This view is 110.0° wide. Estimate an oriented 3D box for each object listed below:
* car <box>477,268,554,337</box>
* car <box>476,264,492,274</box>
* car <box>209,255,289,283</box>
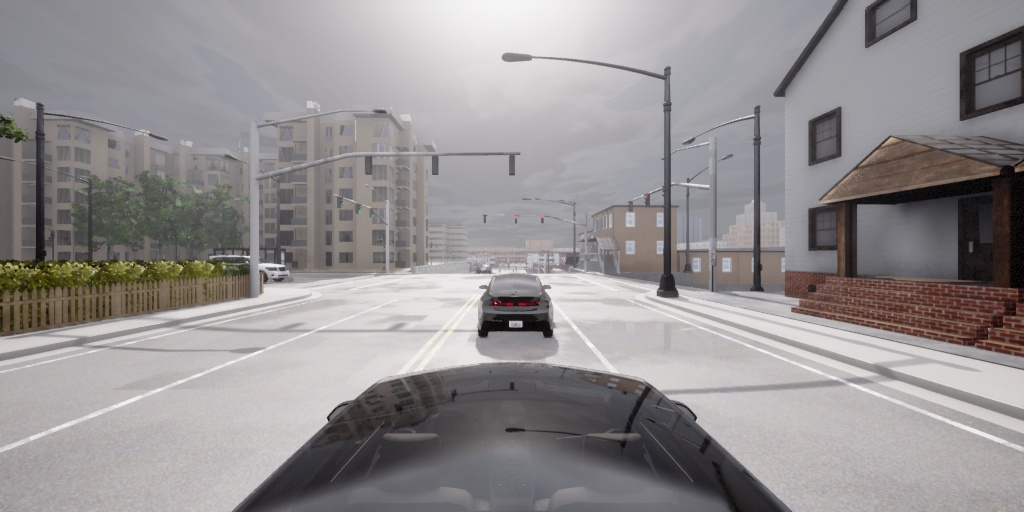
[{"bbox_3d":[0.095,1.255,10.319,1.837,1.490,4.892,0,0,0],"label":"car"},{"bbox_3d":[-3.600,1.755,47.134,2.128,1.511,4.902,0,-5,0],"label":"car"},{"bbox_3d":[-19.946,0.971,27.017,5.566,2.045,2.150,0,0,1],"label":"car"}]
